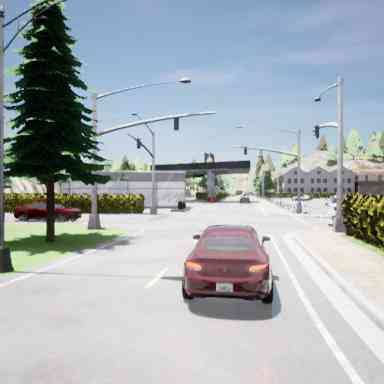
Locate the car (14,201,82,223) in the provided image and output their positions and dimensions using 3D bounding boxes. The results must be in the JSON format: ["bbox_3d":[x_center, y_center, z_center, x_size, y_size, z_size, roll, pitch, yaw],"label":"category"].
[{"bbox_3d":[-10.926,1.471,25.360,5.008,1.535,1.882,0,0,9],"label":"car"}]

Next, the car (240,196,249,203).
[{"bbox_3d":[10.616,1.473,66.905,2.128,1.511,4.902,0,0,9],"label":"car"}]

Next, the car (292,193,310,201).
[{"bbox_3d":[24.846,1.340,75.796,3.806,1.475,1.970,0,0,9],"label":"car"}]

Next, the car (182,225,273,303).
[{"bbox_3d":[0.932,1.524,8.159,1.812,1.442,4.674,0,0,9],"label":"car"}]

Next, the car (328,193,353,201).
[{"bbox_3d":[33.225,1.077,74.496,4.605,1.855,1.932,0,0,9],"label":"car"}]

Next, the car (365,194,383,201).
[{"bbox_3d":[44.206,1.276,79.772,4.514,1.523,2.007,0,0,9],"label":"car"}]

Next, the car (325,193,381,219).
[{"bbox_3d":[11.915,1.215,21.919,5.566,2.045,2.150,0,0,9],"label":"car"}]

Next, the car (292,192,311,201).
[{"bbox_3d":[25.974,1.055,78.982,3.866,1.878,1.905,0,0,9],"label":"car"}]

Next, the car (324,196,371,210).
[{"bbox_3d":[19.495,1.319,41.959,5.027,1.636,2.152,0,0,9],"label":"car"}]
